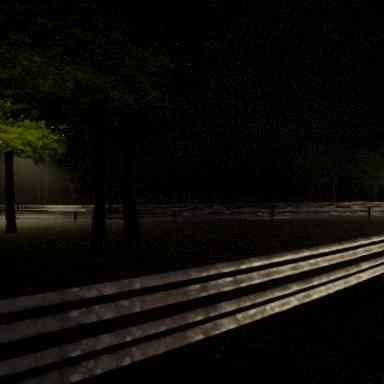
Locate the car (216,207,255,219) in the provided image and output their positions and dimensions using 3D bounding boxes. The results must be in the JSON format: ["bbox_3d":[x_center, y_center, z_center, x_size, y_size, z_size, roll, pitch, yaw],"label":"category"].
[{"bbox_3d":[5.329,2.494,40.011,4.718,1.301,1.895,-1,0,-1],"label":"car"}]
